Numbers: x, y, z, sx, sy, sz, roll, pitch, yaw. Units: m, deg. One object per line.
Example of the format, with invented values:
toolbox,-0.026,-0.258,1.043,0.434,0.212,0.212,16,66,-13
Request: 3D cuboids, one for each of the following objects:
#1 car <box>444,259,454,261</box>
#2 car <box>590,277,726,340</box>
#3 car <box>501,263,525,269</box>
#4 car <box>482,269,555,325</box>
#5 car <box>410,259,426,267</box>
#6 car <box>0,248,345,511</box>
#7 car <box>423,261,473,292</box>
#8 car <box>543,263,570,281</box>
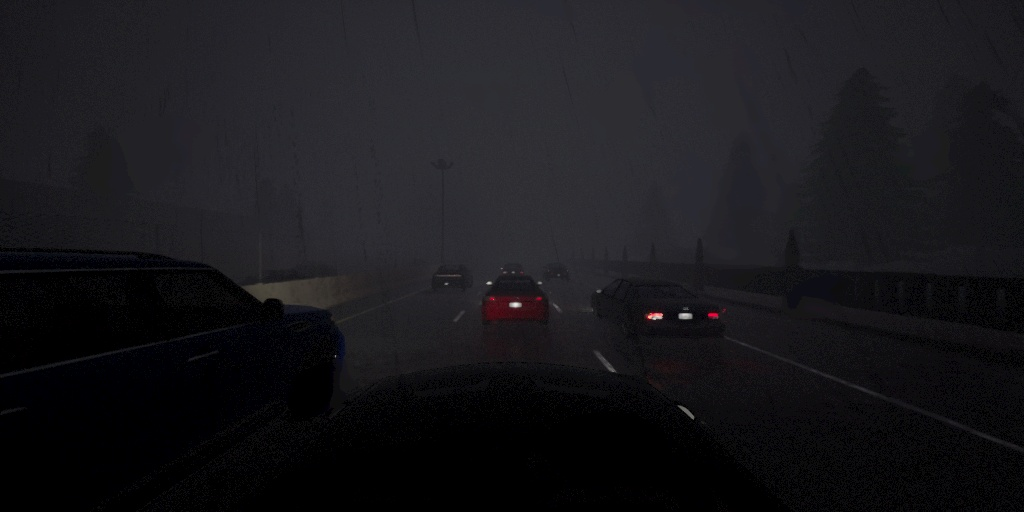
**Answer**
car,-10.554,1.220,58.971,1.882,1.535,5.008,0,0,1
car,3.597,1.296,9.950,2.033,1.411,5.357,0,0,0
car,0.094,1.294,29.657,2.033,1.411,5.357,0,0,0
car,0.097,1.313,11.855,1.994,1.385,4.181,0,0,0
car,-14.019,1.230,53.733,2.128,1.511,4.902,0,1,1
car,-3.401,0.971,2.644,2.150,2.045,5.566,0,0,0
car,-3.405,1.239,21.070,2.128,1.511,4.902,0,0,0
car,3.607,1.272,29.929,1.812,1.442,4.674,0,0,0
